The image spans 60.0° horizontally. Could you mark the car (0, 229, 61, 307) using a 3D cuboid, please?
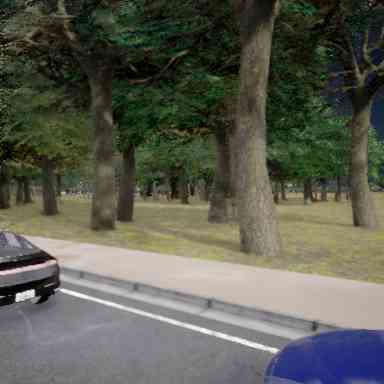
[{"bbox_3d":[-4.744,1.520,6.941,4.902,1.511,2.128,0,0,35],"label":"car"}]

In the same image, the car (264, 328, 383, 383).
[{"bbox_3d":[2.667,1.521,1.782,4.674,1.442,1.812,0,0,35],"label":"car"}]
